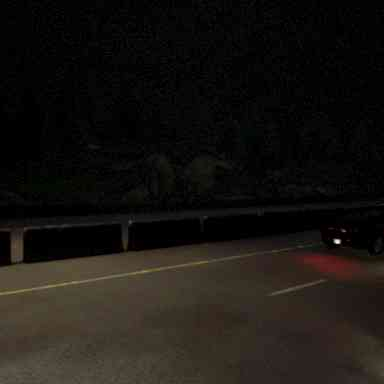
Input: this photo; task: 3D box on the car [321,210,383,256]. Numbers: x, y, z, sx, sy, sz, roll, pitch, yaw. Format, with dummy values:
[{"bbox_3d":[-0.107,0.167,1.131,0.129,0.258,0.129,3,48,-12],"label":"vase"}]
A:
[{"bbox_3d":[7.081,1.467,13.105,4.892,1.490,1.837,0,0,-36],"label":"car"}]
